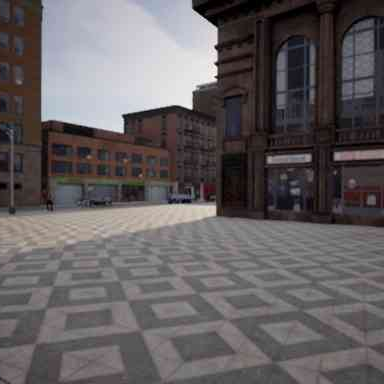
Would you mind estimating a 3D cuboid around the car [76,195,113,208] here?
[{"bbox_3d":[-12.406,1.175,42.461,2.128,1.511,4.902,1,0,36],"label":"car"}]

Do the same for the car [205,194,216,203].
[{"bbox_3d":[4.165,1.192,60.145,1.837,1.490,4.892,1,0,36],"label":"car"}]

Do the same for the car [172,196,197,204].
[{"bbox_3d":[-1.212,1.307,57.821,1.895,1.301,4.718,1,0,36],"label":"car"}]

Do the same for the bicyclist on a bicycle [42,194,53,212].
[{"bbox_3d":[-13.297,1.056,30.573,1.656,1.620,0.582,0,0,36],"label":"bicyclist on a bicycle"}]

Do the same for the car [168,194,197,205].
[{"bbox_3d":[-1.655,1.051,51.990,2.097,1.767,4.553,1,0,36],"label":"car"}]
